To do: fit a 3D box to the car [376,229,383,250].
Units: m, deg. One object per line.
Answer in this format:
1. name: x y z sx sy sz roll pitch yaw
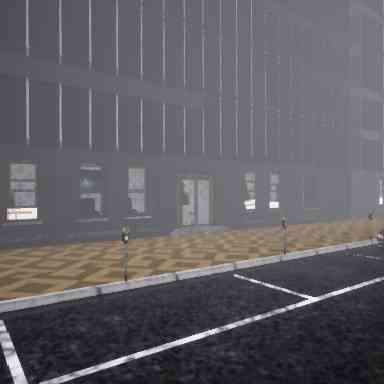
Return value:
1. car: 8.819 1.541 12.851 4.403 1.369 2.008 0 0 -36
